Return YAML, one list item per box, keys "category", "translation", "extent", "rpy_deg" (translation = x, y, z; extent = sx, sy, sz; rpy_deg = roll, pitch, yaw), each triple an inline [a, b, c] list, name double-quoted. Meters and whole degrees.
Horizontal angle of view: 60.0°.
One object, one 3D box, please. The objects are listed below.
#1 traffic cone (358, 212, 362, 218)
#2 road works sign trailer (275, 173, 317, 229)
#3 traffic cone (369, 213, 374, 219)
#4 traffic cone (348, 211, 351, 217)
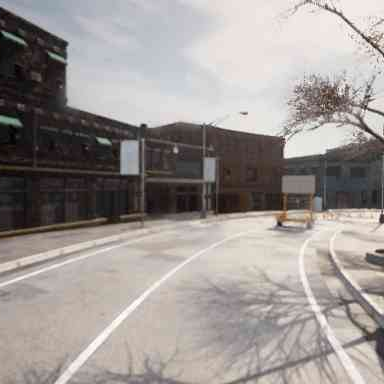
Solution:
- category: "traffic cone"
  translation: [16.228, 2.192, 32.019]
  extent: [0.340, 0.580, 0.340]
  rpy_deg: [2, 1, 42]
- category: "road works sign trailer"
  translation: [7.287, 0.548, 22.617]
  extent: [2.380, 3.560, 2.880]
  rpy_deg: [1, 0, 39]
- category: "traffic cone"
  translation: [16.971, 2.217, 31.350]
  extent: [0.340, 0.580, 0.340]
  rpy_deg: [2, 1, 42]
- category: "traffic cone"
  translation: [15.484, 2.166, 32.687]
  extent: [0.340, 0.580, 0.340]
  rpy_deg: [2, 1, 42]
